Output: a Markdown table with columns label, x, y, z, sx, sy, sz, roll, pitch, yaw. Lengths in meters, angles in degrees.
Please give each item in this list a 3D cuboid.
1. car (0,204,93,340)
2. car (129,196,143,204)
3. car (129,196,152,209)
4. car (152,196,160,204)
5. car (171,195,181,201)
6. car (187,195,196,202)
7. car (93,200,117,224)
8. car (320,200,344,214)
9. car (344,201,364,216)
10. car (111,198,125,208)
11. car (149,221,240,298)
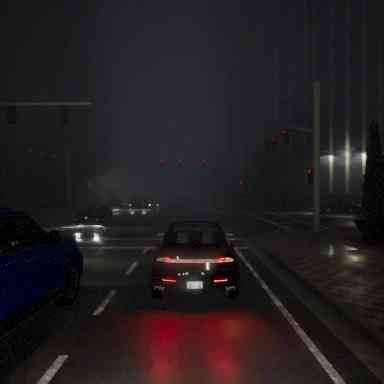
| label | x | y | z | sx | sy | sz | roll | pitch | yaw |
| --- | --- | --- | --- | --- | --- | --- | --- | --- | --- |
| car | -3.451 | 1.221 | 4.886 | 2.150 | 2.045 | 5.566 | 0 | 0 | 1 |
| car | -10.661 | 1.525 | 63.232 | 1.812 | 1.442 | 4.674 | 0 | 0 | 0 |
| car | -7.176 | 1.478 | 46.148 | 1.882 | 1.535 | 5.008 | 0 | 0 | 0 |
| car | -7.159 | 1.506 | 63.962 | 1.837 | 1.490 | 4.892 | 0 | 0 | 0 |
| car | -3.635 | 1.339 | 76.097 | 1.812 | 1.442 | 4.674 | 0 | 0 | 0 |
| car | -0.134 | 1.429 | 75.564 | 1.837 | 1.490 | 4.892 | 0 | 0 | 0 |
| car | -7.144 | 1.564 | 24.426 | 1.994 | 1.385 | 4.181 | 0 | 0 | 0 |
| car | 15.231 | 1.564 | 34.946 | 4.181 | 1.385 | 1.994 | 0 | 0 | -1 |
| car | 17.479 | 1.505 | 31.472 | 4.892 | 1.490 | 1.837 | 0 | 0 | -1 |
| car | -10.679 | 1.564 | 46.661 | 1.994 | 1.385 | 4.181 | 0 | 0 | 0 |
| car | 0.078 | 1.492 | 8.518 | 2.128 | 1.511 | 4.902 | 0 | 0 | 1 |
